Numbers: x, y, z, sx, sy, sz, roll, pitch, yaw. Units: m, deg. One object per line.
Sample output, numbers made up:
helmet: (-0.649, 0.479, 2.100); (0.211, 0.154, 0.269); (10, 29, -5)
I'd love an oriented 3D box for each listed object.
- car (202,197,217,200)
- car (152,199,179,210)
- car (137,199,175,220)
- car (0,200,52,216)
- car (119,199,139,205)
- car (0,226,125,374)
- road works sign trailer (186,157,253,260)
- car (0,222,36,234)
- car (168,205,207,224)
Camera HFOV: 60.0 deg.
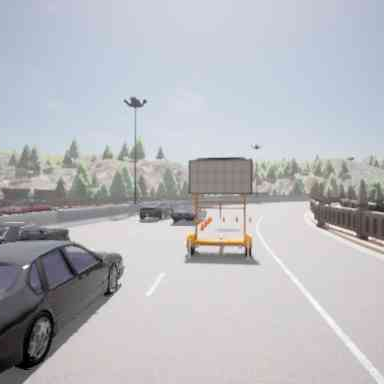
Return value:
car: (3.431, 1.680, 66.279); (1.837, 1.490, 4.892); (-1, 0, 36)
car: (-3.704, 1.697, 47.381); (1.994, 1.385, 4.181); (0, 0, 25)
car: (-2.905, 1.576, 28.493); (1.837, 1.490, 4.892); (-1, 0, 14)
car: (-13.968, 1.455, 28.019); (2.097, 1.767, 4.553); (0, 0, 13)
car: (-9.318, 1.780, 51.950); (1.895, 1.301, 4.718); (0, 0, 26)
car: (-2.757, 1.567, 5.743); (2.033, 1.411, 5.357); (0, 0, 5)
road works sign trailer: (1.091, 0.497, 12.659); (2.380, 3.560, 2.880); (0, 0, 8)
car: (-5.827, 1.639, 10.822); (1.895, 1.301, 4.718); (0, 0, 5)
car: (-0.079, 1.657, 25.493); (1.895, 1.301, 4.718); (0, 0, 13)
